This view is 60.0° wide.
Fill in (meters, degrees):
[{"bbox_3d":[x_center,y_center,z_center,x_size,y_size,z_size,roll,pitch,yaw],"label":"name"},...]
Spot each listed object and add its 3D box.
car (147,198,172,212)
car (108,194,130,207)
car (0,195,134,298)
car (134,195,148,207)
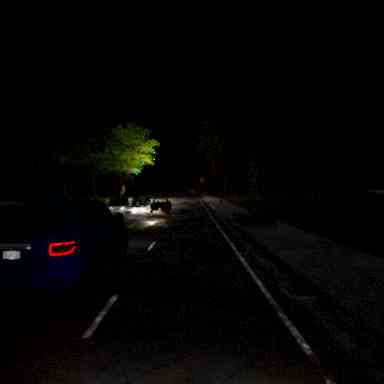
[{"bbox_3d":[-3.146,1.347,34.563,1.895,1.301,4.718,0,1,0],"label":"car"},{"bbox_3d":[-9.831,1.120,44.990,1.882,1.535,5.008,0,1,0],"label":"car"},{"bbox_3d":[-3.151,1.176,8.519,2.150,2.045,5.566,0,0,0],"label":"car"},{"bbox_3d":[-6.585,1.155,42.801,2.128,1.511,4.902,0,1,0],"label":"car"}]
